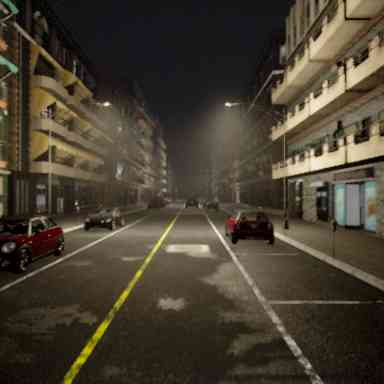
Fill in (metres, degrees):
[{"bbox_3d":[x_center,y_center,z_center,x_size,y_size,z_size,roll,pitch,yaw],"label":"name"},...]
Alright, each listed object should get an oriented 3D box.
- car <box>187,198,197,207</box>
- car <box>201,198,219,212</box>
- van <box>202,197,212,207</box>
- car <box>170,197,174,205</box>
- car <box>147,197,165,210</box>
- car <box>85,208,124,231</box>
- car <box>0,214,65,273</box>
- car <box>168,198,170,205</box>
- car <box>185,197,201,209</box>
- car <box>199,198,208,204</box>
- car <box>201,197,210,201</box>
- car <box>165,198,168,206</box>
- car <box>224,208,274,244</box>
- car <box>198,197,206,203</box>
[{"bbox_3d":[-0.010,1.971,64.405,1.882,1.535,5.008,0,0,0],"label":"car"},{"bbox_3d":[2.688,1.880,44.691,2.008,1.369,4.403,0,0,0],"label":"car"},{"bbox_3d":[2.686,1.810,61.685,1.690,1.788,3.998,0,0,0],"label":"van"},{"bbox_3d":[-5.697,2.009,73.013,1.967,1.590,4.097,0,-1,0],"label":"car"},{"bbox_3d":[-5.693,1.920,50.355,1.887,1.381,4.507,0,0,0],"label":"car"},{"bbox_3d":[-5.689,1.721,22.033,1.947,1.339,4.313,0,0,0],"label":"car"},{"bbox_3d":[-5.686,1.514,10.703,1.967,1.590,4.097,0,0,0],"label":"car"},{"bbox_3d":[-5.695,2.036,61.682,1.947,1.339,4.313,0,0,0],"label":"car"},{"bbox_3d":[-0.009,1.760,54.339,2.097,1.767,4.553,0,0,0],"label":"car"},{"bbox_3d":[2.682,2.165,78.677,1.887,1.381,4.507,0,-1,0],"label":"car"},{"bbox_3d":[2.686,1.972,56.021,2.008,1.369,4.403,0,0,0],"label":"car"},{"bbox_3d":[-5.693,1.737,56.022,2.192,1.841,5.009,0,0,0],"label":"car"},{"bbox_3d":[2.693,1.554,16.370,1.967,1.590,4.097,0,0,0],"label":"car"},{"bbox_3d":[2.681,2.166,90.007,1.967,1.590,4.097,0,-1,0],"label":"car"}]
